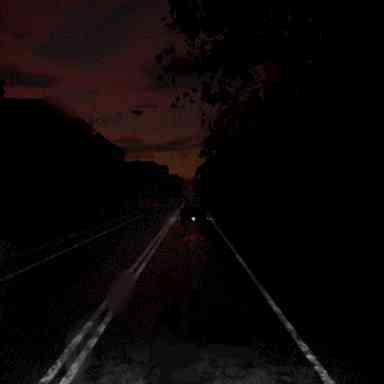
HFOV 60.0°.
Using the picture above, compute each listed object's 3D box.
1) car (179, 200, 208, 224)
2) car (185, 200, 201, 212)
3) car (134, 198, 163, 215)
[{"bbox_3d":[0.100,1.542,24.975,1.837,1.490,4.892,0,0,0],"label":"car"},{"bbox_3d":[0.100,1.655,41.593,1.895,1.301,4.718,0,0,0],"label":"car"},{"bbox_3d":[-3.251,1.130,25.686,1.882,1.535,5.008,0,0,0],"label":"car"}]
